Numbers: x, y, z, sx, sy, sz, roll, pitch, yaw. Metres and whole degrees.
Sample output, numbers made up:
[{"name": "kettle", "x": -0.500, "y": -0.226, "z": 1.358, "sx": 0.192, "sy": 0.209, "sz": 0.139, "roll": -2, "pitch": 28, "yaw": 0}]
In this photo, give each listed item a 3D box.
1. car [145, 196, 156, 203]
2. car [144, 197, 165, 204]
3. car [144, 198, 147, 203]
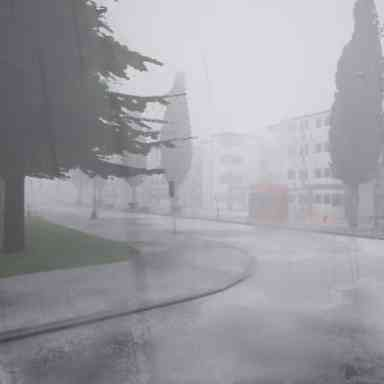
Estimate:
[{"name": "car", "x": -10.350, "y": 1.884, "z": 82.910, "sx": 1.845, "sy": 1.501, "sz": 3.633, "roll": 1, "pitch": 0, "yaw": -24}, {"name": "car", "x": -9.008, "y": 2.124, "z": 80.431, "sx": 4.974, "sy": 1.542, "sz": 2.038, "roll": 1, "pitch": 0, "yaw": -6}, {"name": "car", "x": -9.058, "y": 1.966, "z": 80.427, "sx": 4.536, "sy": 1.218, "sz": 1.853, "roll": 1, "pitch": 0, "yaw": -6}]
